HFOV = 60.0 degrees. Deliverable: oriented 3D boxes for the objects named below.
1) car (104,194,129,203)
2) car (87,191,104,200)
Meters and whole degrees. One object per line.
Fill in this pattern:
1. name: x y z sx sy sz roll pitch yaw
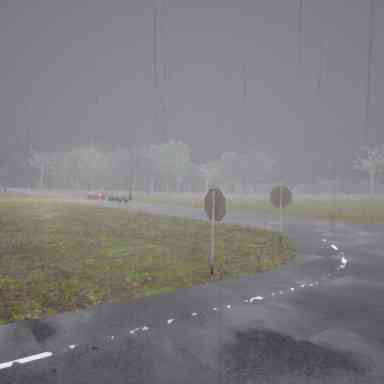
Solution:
1. car: -11.513 0.962 51.524 1.895 1.301 4.718 2 0 -35
2. car: -17.274 0.520 59.660 2.097 1.767 4.553 2 0 -35
